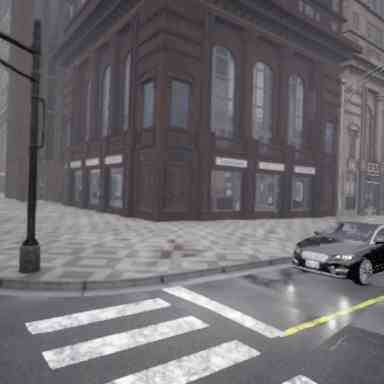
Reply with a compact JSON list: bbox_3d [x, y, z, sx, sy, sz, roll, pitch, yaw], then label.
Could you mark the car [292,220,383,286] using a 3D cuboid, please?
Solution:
[{"bbox_3d":[4.982,1.628,9.974,4.902,1.511,2.128,2,0,-39],"label":"car"}]
